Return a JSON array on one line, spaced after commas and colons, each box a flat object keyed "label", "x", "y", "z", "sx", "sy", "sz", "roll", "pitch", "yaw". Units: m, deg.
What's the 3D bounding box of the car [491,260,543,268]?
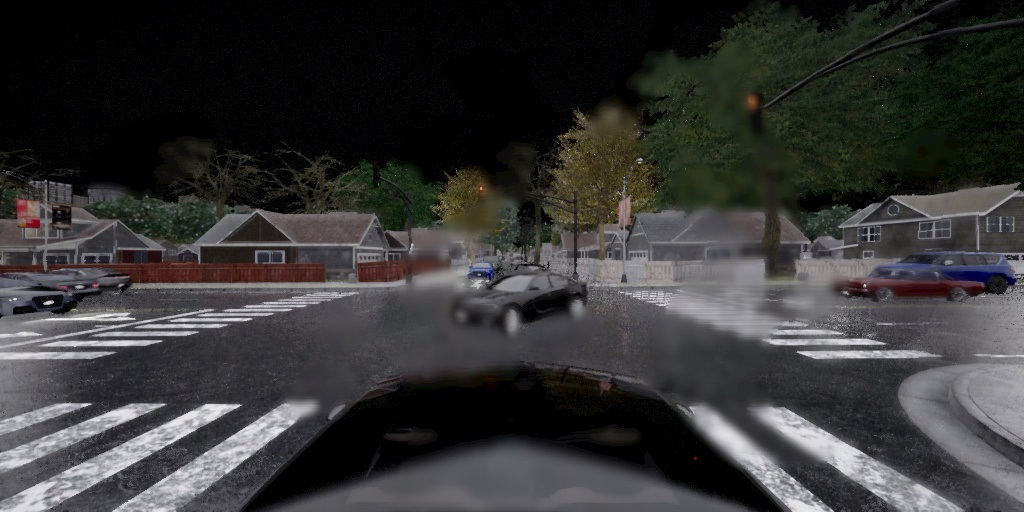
[{"label": "car", "x": 0.801, "y": 1.259, "z": 23.090, "sx": 1.837, "sy": 1.490, "sz": 4.892, "roll": -4, "pitch": 2, "yaw": -32}]

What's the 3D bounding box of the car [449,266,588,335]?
[{"label": "car", "x": 0.401, "y": 1.216, "z": 10.808, "sx": 1.882, "sy": 1.535, "sz": 5.008, "roll": -2, "pitch": -1, "yaw": 42}]

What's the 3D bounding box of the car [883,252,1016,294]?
[{"label": "car", "x": 21.702, "y": 0.834, "z": 18.194, "sx": 5.566, "sy": 2.045, "sz": 2.150, "roll": 0, "pitch": 0, "yaw": 1}]

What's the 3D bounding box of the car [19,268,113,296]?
[{"label": "car", "x": -21.280, "y": 1.414, "z": 15.636, "sx": 5.357, "sy": 1.411, "sz": 2.033, "roll": 0, "pitch": 0, "yaw": 1}]

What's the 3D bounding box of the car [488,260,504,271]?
[{"label": "car", "x": -2.261, "y": 1.330, "z": 51.954, "sx": 2.033, "sy": 1.411, "sz": 5.357, "roll": 0, "pitch": 0, "yaw": 1}]

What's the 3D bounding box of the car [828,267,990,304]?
[{"label": "car", "x": 16.290, "y": 1.244, "z": 15.035, "sx": 4.718, "sy": 1.301, "sz": 1.895, "roll": 0, "pitch": 0, "yaw": 1}]

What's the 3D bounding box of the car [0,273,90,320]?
[{"label": "car", "x": -17.596, "y": 1.410, "z": 12.128, "sx": 4.181, "sy": 1.385, "sz": 1.994, "roll": 0, "pitch": 0, "yaw": 1}]

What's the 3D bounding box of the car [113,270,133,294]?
[{"label": "car", "x": -23.007, "y": 1.367, "z": 18.915, "sx": 4.902, "sy": 1.511, "sz": 2.128, "roll": 0, "pitch": 0, "yaw": 1}]

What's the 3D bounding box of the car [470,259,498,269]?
[{"label": "car", "x": -2.589, "y": 1.241, "z": 31.401, "sx": 1.882, "sy": 1.535, "sz": 5.008, "roll": 0, "pitch": 0, "yaw": 1}]

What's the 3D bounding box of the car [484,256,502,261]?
[{"label": "car", "x": -2.394, "y": 0.993, "z": 41.637, "sx": 2.150, "sy": 2.045, "sz": 5.566, "roll": 0, "pitch": 0, "yaw": 1}]
